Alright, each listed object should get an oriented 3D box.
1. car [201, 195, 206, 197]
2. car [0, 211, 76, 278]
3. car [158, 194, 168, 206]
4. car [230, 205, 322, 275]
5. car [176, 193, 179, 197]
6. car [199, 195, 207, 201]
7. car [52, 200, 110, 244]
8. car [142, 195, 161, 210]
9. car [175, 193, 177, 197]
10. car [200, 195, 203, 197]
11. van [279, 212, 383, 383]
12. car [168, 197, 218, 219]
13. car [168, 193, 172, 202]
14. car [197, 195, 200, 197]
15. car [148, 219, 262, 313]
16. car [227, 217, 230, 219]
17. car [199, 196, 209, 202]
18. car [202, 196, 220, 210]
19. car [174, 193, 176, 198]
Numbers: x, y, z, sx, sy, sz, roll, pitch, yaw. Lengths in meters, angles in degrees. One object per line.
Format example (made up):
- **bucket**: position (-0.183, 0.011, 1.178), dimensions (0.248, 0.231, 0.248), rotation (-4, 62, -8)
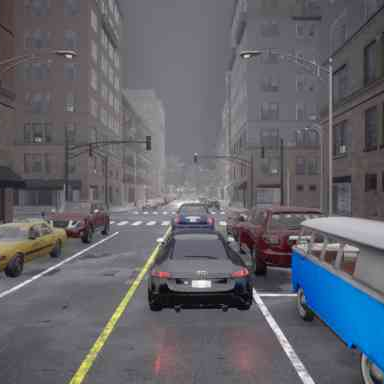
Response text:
- **car**: position (2.674, 1.541, 48.554), dimensions (1.887, 1.381, 4.507), rotation (0, 0, 0)
- **car**: position (-5.392, 1.525, 10.221), dimensions (1.752, 1.417, 4.829), rotation (0, 0, 0)
- **car**: position (-5.372, 1.522, 53.871), dimensions (1.752, 1.417, 4.829), rotation (0, 0, 0)
- **car**: position (2.646, 1.314, 10.384), dimensions (2.192, 1.841, 5.009), rotation (0, 0, 0)
- **car**: position (-5.335, 1.313, 86.934), dimensions (2.192, 1.841, 5.009), rotation (0, 0, 0)
- **car**: position (2.698, 1.438, 81.446), dimensions (1.967, 1.590, 4.097), rotation (0, 0, 0)
- **car**: position (-5.388, 1.314, 16.070), dimensions (2.192, 1.841, 5.009), rotation (0, 0, 0)
- **car**: position (-5.384, 1.522, 42.908), dimensions (1.752, 1.417, 4.829), rotation (0, 0, 0)
- **car**: position (-5.341, 1.563, 81.452), dimensions (1.947, 1.339, 4.313), rotation (0, 0, 0)
- **car**: position (2.678, 1.547, 54.035), dimensions (2.008, 1.369, 4.403), rotation (0, 0, 0)
- **van**: position (2.642, 1.341, 4.706), dimensions (1.690, 1.788, 3.998), rotation (0, 0, 0)
- **car**: position (0.062, 1.351, 17.833), dimensions (2.097, 1.767, 4.553), rotation (0, 0, 0)
- **car**: position (-5.365, 1.312, 59.524), dimensions (2.192, 1.841, 5.009), rotation (0, 0, 0)
- **car**: position (2.690, 1.548, 70.481), dimensions (2.008, 1.369, 4.403), rotation (0, 0, 0)
- **car**: position (0.104, 1.564, 7.777), dimensions (1.994, 1.385, 4.181), rotation (0, 0, -2)
- **car**: position (2.650, 1.581, 16.064), dimensions (1.802, 1.307, 4.206), rotation (0, 0, 0)
- **car**: position (2.694, 1.548, 75.963), dimensions (2.008, 1.369, 4.403), rotation (0, 0, 0)
- **car**: position (2.670, 1.547, 43.072), dimensions (2.008, 1.369, 4.403), rotation (0, 0, 0)
- **car**: position (-5.347, 1.548, 75.970), dimensions (2.008, 1.369, 4.403), rotation (0, 0, 0)
